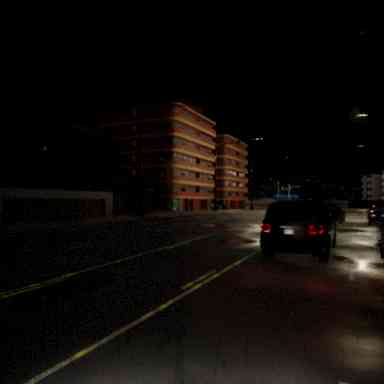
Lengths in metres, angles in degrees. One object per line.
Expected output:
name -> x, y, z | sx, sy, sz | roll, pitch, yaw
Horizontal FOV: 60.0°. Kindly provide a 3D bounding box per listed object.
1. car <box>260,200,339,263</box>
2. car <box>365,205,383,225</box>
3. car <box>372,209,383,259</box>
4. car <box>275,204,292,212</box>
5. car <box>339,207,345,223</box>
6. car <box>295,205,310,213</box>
car -> 4.200, 1.309, 12.729 | 2.150, 2.045, 5.566 | 0, 0, 26
car -> 13.972, 1.676, 24.608 | 2.033, 1.411, 5.357 | 0, -1, 27
car -> 7.918, 1.590, 12.326 | 1.812, 1.442, 4.674 | 0, 0, 27
car -> 17.453, 3.083, 63.280 | 2.033, 1.411, 5.357 | 0, -3, 27
car -> 11.278, 1.726, 27.034 | 1.994, 1.385, 4.181 | 0, -1, 27
car -> 20.626, 3.084, 61.819 | 1.994, 1.385, 4.181 | 0, -3, 27
